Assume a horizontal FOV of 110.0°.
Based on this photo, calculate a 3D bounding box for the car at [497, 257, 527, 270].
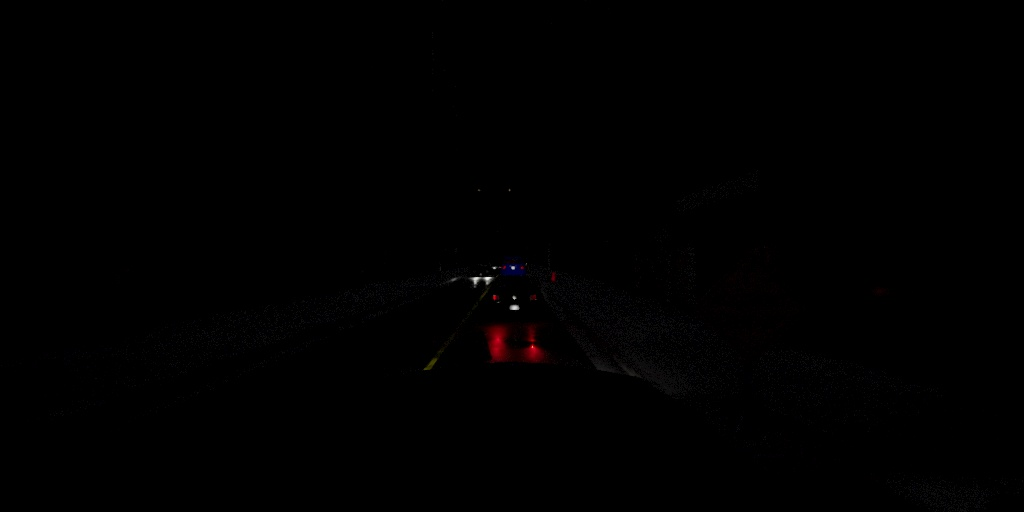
[{"bbox_3d":[0.098,1.076,31.416,2.150,2.045,5.566,0,0,0],"label":"car"}]

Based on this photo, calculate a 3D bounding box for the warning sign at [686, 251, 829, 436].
[{"bbox_3d":[2.717,0.874,4.122,1.300,1.860,1.060,0,0,0],"label":"warning sign"}]

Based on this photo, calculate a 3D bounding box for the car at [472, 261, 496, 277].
[{"bbox_3d":[-3.098,1.432,38.231,2.033,1.411,5.357,0,0,0],"label":"car"}]

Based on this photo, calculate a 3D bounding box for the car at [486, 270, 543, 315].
[{"bbox_3d":[0.093,1.394,13.879,1.895,1.301,4.718,0,0,0],"label":"car"}]
